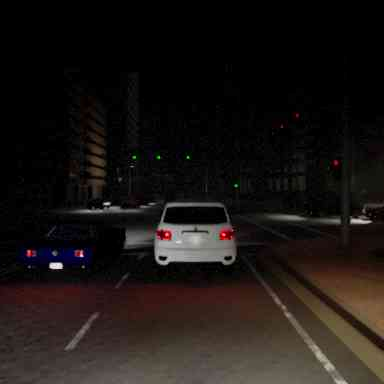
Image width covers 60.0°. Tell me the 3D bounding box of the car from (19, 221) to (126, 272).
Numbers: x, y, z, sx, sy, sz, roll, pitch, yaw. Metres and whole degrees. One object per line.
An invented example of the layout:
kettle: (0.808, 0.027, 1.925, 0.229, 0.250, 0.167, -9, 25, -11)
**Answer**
car: (-3.413, 1.573, 10.604, 1.895, 1.301, 4.718, 0, 0, 0)

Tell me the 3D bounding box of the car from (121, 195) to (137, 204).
car: (-11.556, 1.319, 61.401, 1.882, 1.535, 5.008, 0, 0, 0)

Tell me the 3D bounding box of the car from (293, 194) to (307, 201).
car: (24.416, 1.202, 75.337, 1.970, 1.475, 3.806, 0, 0, 0)

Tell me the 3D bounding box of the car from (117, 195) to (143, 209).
car: (-8.005, 1.365, 43.429, 1.882, 1.535, 5.008, 0, 0, 0)

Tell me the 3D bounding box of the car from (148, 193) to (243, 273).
car: (0.090, 1.196, 10.721, 2.150, 2.045, 5.566, 0, 0, 0)

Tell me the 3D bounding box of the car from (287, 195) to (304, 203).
car: (18.693, 1.241, 60.219, 1.970, 1.475, 3.806, 0, 0, 0)

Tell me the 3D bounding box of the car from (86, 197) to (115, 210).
car: (-11.496, 1.441, 41.323, 2.033, 1.411, 5.357, 0, 0, 0)

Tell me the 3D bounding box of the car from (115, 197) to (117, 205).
car: (-11.546, 1.469, 50.915, 1.895, 1.301, 4.718, 0, 0, 0)

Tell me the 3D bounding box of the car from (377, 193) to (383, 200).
car: (35.590, 0.998, 60.358, 1.932, 1.855, 4.605, 0, 0, 0)

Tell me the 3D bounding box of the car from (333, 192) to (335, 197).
car: (29.994, 0.960, 75.403, 1.932, 1.855, 4.605, 0, 0, 0)

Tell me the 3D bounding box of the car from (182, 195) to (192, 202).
car: (-1.099, 1.362, 72.627, 1.994, 1.385, 4.181, 0, 0, 0)

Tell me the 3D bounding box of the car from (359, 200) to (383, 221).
car: (15.392, 1.500, 25.030, 4.181, 1.385, 1.994, 0, 0, 1)

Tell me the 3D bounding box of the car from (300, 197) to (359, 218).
car: (12.229, 1.431, 28.559, 4.892, 1.490, 1.837, 0, 0, 0)

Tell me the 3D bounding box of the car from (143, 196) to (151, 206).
car: (-8.053, 1.369, 52.701, 1.837, 1.490, 4.892, 0, 0, 0)

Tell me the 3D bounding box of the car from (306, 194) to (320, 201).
car: (27.311, 1.170, 75.345, 1.784, 1.438, 3.905, 0, 0, 0)

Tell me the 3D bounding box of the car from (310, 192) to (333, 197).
car: (16.038, 1.046, 42.743, 1.905, 1.878, 3.866, 0, 0, 0)

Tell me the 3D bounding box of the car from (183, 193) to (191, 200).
car: (-1.156, 1.094, 81.462, 1.882, 1.535, 5.008, 0, 0, 0)

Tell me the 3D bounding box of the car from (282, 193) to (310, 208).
car: (13.144, 1.043, 42.789, 1.932, 1.855, 4.605, 0, 0, 0)

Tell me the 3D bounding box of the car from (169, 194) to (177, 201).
car: (-4.656, 1.290, 81.458, 1.837, 1.490, 4.892, 0, 0, 0)
